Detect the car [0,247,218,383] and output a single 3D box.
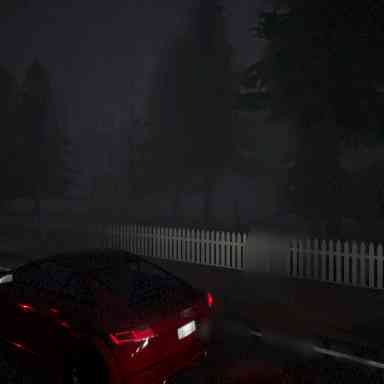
[{"bbox_3d":[-1.709,1.564,4.996,4.181,1.385,1.994,0,0,35],"label":"car"}]
